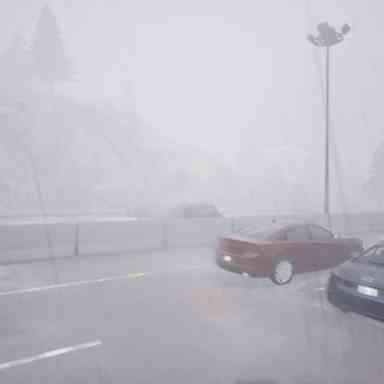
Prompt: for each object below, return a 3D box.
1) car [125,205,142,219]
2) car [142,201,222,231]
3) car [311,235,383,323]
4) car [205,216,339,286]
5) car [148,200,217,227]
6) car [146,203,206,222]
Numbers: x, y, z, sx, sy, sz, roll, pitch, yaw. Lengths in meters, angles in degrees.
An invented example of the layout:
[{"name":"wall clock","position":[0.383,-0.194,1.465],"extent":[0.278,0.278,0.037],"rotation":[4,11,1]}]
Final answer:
[{"name":"car","position":[-3.954,1.699,30.256],"extent":[4.181,1.385,1.994],"rotation":[1,0,-30]},{"name":"car","position":[-0.339,1.462,20.192],"extent":[4.553,1.767,2.097],"rotation":[1,0,-31]},{"name":"car","position":[4.622,1.641,6.616],"extent":[4.181,1.385,1.994],"rotation":[1,0,-32]},{"name":"car","position":[2.980,1.558,9.734],"extent":[5.008,1.535,1.882],"rotation":[1,0,-32]},{"name":"car","position":[-0.657,1.481,24.078],"extent":[4.553,1.767,2.097],"rotation":[1,0,-30]},{"name":"car","position":[-1.283,1.670,27.771],"extent":[4.674,1.442,1.812],"rotation":[1,0,-29]}]
